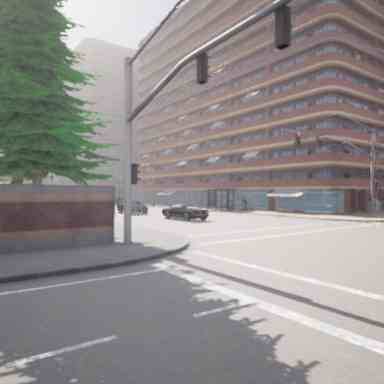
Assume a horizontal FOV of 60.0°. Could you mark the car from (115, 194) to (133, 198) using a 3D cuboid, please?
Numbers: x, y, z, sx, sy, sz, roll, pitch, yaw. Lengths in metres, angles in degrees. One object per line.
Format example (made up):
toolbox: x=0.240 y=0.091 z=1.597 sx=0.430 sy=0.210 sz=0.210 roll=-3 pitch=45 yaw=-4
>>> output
car: x=-11.743 y=1.343 z=56.263 sx=2.150 sy=2.045 sz=5.566 roll=0 pitch=0 yaw=-34

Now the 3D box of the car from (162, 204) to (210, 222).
car: x=-0.590 y=1.702 z=27.952 sx=1.895 sy=1.301 sz=4.718 roll=0 pitch=0 yaw=-35

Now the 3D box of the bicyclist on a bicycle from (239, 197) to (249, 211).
bicyclist on a bicycle: x=6.140 y=1.437 z=39.220 sx=1.656 sy=1.620 sz=0.582 roll=0 pitch=0 yaw=-35

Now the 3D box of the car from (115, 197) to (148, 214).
car: x=-6.518 y=1.606 z=36.394 sx=1.837 sy=1.490 sz=4.892 roll=0 pitch=0 yaw=-35
